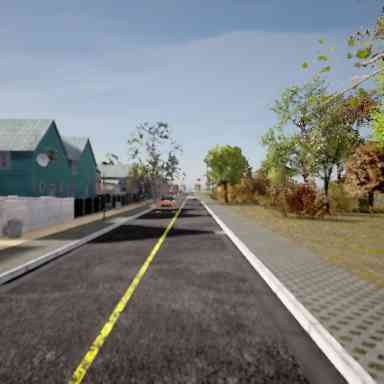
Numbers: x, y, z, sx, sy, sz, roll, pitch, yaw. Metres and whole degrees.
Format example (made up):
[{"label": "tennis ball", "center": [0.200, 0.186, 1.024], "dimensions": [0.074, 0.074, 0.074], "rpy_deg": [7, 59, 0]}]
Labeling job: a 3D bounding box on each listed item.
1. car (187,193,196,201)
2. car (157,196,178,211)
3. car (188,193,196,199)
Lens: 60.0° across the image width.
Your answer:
[{"label": "car", "center": [-0.041, 1.245, 71.230], "dimensions": [1.895, 1.301, 4.718], "rpy_deg": [0, 0, 0]}, {"label": "car", "center": [-2.772, 1.229, 38.211], "dimensions": [2.097, 1.767, 4.553], "rpy_deg": [0, 0, 0]}, {"label": "car", "center": [-0.047, 1.037, 81.223], "dimensions": [2.033, 1.411, 5.357], "rpy_deg": [0, 0, 0]}]
